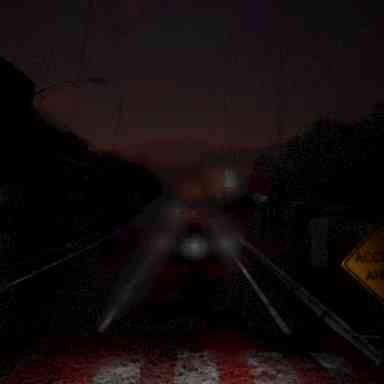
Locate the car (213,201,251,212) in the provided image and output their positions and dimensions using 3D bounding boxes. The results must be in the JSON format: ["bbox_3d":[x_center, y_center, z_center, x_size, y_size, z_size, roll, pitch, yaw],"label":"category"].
[{"bbox_3d":[5.868,2.149,49.267,5.366,1.575,1.946,0,0,0],"label":"car"}]

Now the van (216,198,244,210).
[{"bbox_3d":[6.201,1.961,54.873,4.442,1.987,1.878,0,0,0],"label":"van"}]

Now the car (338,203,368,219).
[{"bbox_3d":[19.036,2.177,36.162,4.792,1.488,2.163,0,0,0],"label":"car"}]

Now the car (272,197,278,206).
[{"bbox_3d":[19.194,2.350,66.693,4.792,1.488,2.163,0,0,0],"label":"car"}]

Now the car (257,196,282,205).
[{"bbox_3d":[19.340,2.059,83.354,5.566,2.045,2.435,0,0,0],"label":"car"}]

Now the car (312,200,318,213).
[{"bbox_3d":[19.137,2.228,44.489,4.792,1.488,2.163,0,0,0],"label":"car"}]

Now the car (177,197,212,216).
[{"bbox_3d":[0.211,1.716,27.165,2.150,2.045,5.566,0,0,1],"label":"car"}]

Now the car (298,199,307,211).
[{"bbox_3d":[19.142,2.232,50.040,5.008,1.535,2.097,0,0,0],"label":"car"}]

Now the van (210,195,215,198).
[{"bbox_3d":[5.996,1.993,60.485,4.442,1.987,1.878,0,0,0],"label":"van"}]

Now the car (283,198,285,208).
[{"bbox_3d":[19.174,2.283,58.366,4.892,1.521,2.231,0,0,0],"label":"car"}]

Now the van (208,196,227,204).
[{"bbox_3d":[6.346,2.012,82.913,4.442,1.987,1.878,0,0,0],"label":"van"}]

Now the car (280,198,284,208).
[{"bbox_3d":[19.189,2.297,61.144,5.008,1.535,2.097,0,0,0],"label":"car"}]

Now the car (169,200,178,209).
[{"bbox_3d":[-2.913,2.146,59.181,2.128,1.511,4.902,0,0,1],"label":"car"}]

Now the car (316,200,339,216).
[{"bbox_3d":[18.908,2.178,41.715,5.366,1.575,1.946,0,0,0],"label":"car"}]

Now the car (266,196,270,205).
[{"bbox_3d":[19.225,2.074,72.251,5.566,2.045,2.435,0,0,0],"label":"car"}]

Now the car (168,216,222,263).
[{"bbox_3d":[0.135,1.885,13.375,1.994,1.385,4.181,0,-1,1],"label":"car"}]

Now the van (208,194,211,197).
[{"bbox_3d":[6.302,2.027,74.505,4.442,1.987,1.878,0,0,0],"label":"van"}]

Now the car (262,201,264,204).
[{"bbox_3d":[19.296,2.074,75.027,5.566,2.045,2.435,0,0,0],"label":"car"}]

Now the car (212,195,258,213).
[{"bbox_3d":[6.012,1.884,46.464,5.566,2.045,2.435,0,0,0],"label":"car"}]

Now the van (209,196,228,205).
[{"bbox_3d":[6.331,2.017,80.110,4.442,1.987,1.878,0,0,0],"label":"van"}]

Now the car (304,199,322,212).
[{"bbox_3d":[19.129,2.216,47.264,4.892,1.521,2.231,0,0,0],"label":"car"}]

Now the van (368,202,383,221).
[{"bbox_3d":[19.155,1.889,30.613,4.442,1.987,1.878,0,0,0],"label":"van"}]

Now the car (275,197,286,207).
[{"bbox_3d":[19.393,2.307,63.920,5.366,1.575,1.946,0,0,0],"label":"car"}]

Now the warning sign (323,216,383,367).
[{"bbox_3d":[2.801,1.297,4.800,1.300,1.860,1.060,-2,-3,0],"label":"warning sign"}]

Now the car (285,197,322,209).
[{"bbox_3d":[19.138,2.014,55.593,5.566,2.045,2.435,0,0,0],"label":"car"}]

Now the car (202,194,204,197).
[{"bbox_3d":[6.259,1.966,94.127,5.566,2.045,2.435,0,0,0],"label":"car"}]

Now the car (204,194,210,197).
[{"bbox_3d":[6.172,1.996,77.307,5.566,2.045,2.435,0,0,0],"label":"car"}]

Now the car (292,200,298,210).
[{"bbox_3d":[19.157,2.249,52.816,5.008,1.535,2.097,0,0,0],"label":"car"}]

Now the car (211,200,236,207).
[{"bbox_3d":[6.169,2.273,66.087,4.792,1.488,2.163,0,0,0],"label":"car"}]

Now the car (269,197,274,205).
[{"bbox_3d":[19.266,2.353,69.476,4.792,1.488,2.163,0,0,0],"label":"car"}]

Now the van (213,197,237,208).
[{"bbox_3d":[6.244,2.006,63.285,4.442,1.987,1.878,0,0,0],"label":"van"}]

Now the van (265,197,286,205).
[{"bbox_3d":[19.399,2.095,77.803,4.442,1.987,1.878,0,0,0],"label":"van"}]
